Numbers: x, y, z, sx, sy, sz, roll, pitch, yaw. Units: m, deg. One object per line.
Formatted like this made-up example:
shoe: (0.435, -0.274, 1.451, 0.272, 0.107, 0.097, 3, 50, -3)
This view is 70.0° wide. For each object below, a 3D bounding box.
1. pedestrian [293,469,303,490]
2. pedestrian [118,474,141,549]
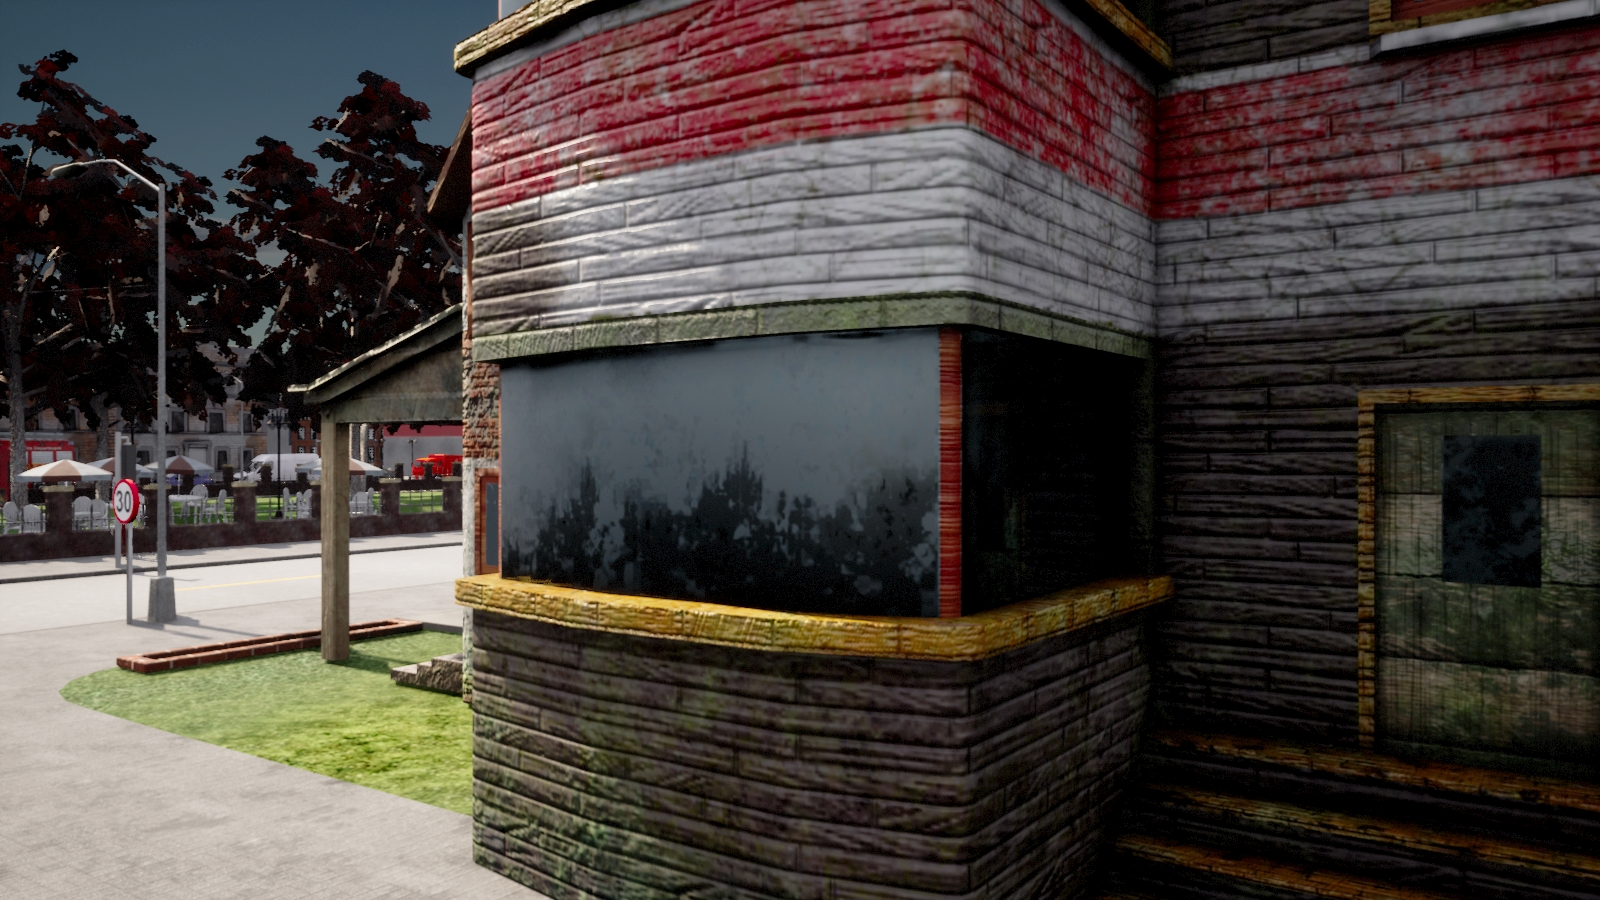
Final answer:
pedestrian: (-31.032, 1.824, 70.632, 0.375, 1.300, 0.375, 0, 0, 34)
pedestrian: (-16.794, 1.525, 28.624, 0.375, 1.860, 0.375, 0, 0, 36)
